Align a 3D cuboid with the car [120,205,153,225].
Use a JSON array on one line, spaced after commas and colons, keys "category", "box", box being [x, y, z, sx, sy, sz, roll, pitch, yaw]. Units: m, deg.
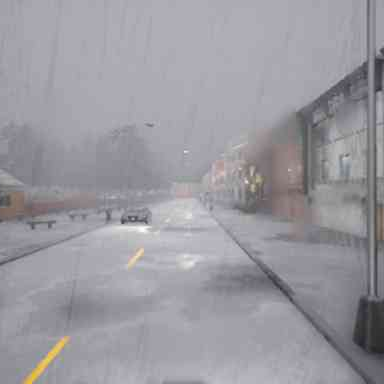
[{"category": "car", "box": [-4.131, 1.707, 25.327, 1.994, 1.385, 4.181, 0, 0, 0]}]
